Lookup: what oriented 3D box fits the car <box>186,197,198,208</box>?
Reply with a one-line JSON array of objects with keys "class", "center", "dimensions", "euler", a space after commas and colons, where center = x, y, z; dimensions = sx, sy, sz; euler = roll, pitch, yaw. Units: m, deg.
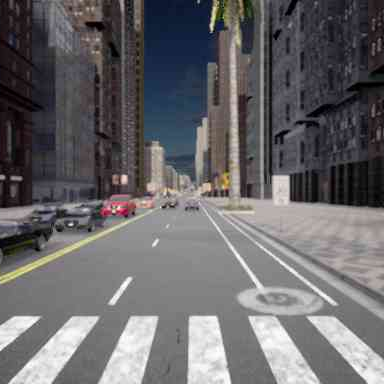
[{"class": "car", "center": [-0.006, 1.593, 52.773], "dimensions": [1.882, 1.535, 5.008], "euler": [0, 0, 0]}]

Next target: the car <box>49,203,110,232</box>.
[{"class": "car", "center": [-6.605, 1.594, 20.124], "dimensions": [1.994, 1.385, 4.181], "euler": [0, 0, 0]}]

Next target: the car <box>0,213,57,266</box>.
[{"class": "car", "center": [-6.601, 1.617, 11.334], "dimensions": [1.895, 1.301, 4.718], "euler": [0, 0, 0]}]

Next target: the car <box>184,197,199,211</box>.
[{"class": "car", "center": [-0.005, 1.629, 42.351], "dimensions": [2.033, 1.411, 5.357], "euler": [0, 0, 0]}]

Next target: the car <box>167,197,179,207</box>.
[{"class": "car", "center": [-3.155, 1.652, 56.109], "dimensions": [1.812, 1.442, 4.674], "euler": [0, 0, 0]}]

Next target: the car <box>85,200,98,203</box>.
[{"class": "car", "center": [-9.840, 1.548, 33.430], "dimensions": [2.128, 1.511, 4.902], "euler": [0, 0, 0]}]

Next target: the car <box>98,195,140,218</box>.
[{"class": "car", "center": [-6.594, 1.269, 30.763], "dimensions": [2.150, 2.045, 5.566], "euler": [0, 0, 0]}]

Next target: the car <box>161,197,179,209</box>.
[{"class": "car", "center": [-3.159, 1.694, 46.000], "dimensions": [1.895, 1.301, 4.718], "euler": [0, 0, 0]}]

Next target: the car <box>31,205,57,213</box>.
[{"class": "car", "center": [-9.846, 1.598, 23.052], "dimensions": [1.994, 1.385, 4.181], "euler": [0, 0, 1]}]

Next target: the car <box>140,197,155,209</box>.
[{"class": "car", "center": [-6.506, 1.447, 46.920], "dimensions": [2.097, 1.767, 4.553], "euler": [0, 0, 0]}]
